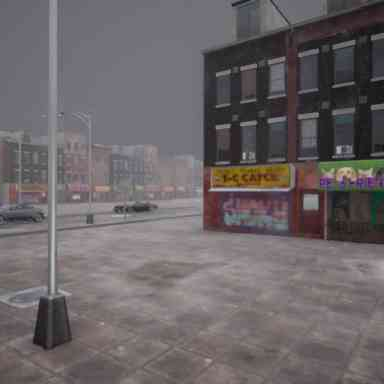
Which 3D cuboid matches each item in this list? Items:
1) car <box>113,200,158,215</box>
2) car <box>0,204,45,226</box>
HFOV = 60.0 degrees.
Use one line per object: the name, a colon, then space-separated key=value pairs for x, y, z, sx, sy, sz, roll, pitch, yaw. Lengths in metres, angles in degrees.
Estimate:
car: x=-5.620 y=1.507 z=33.301 sx=1.895 sy=1.301 sz=4.718 roll=0 pitch=0 yaw=35
car: x=-12.622 y=1.515 z=23.386 sx=1.994 sy=1.385 sz=4.181 roll=0 pitch=0 yaw=36
